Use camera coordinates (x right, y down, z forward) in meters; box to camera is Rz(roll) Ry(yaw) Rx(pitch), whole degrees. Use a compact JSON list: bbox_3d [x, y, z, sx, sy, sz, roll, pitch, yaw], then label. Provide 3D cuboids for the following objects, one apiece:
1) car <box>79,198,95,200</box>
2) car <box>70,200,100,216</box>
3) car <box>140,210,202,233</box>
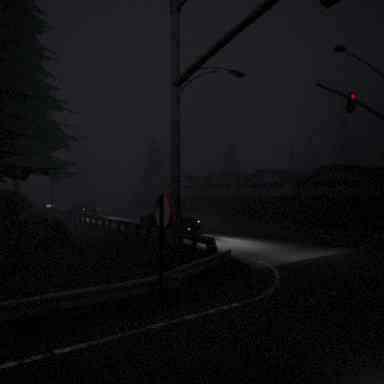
[{"bbox_3d":[-16.262,1.685,50.641,2.128,1.511,4.902,0,0,18],"label":"car"},{"bbox_3d":[-11.213,1.792,34.679,1.895,1.301,4.718,0,0,-35],"label":"car"},{"bbox_3d":[-1.427,1.792,20.670,1.895,1.301,4.718,0,0,-35],"label":"car"}]
